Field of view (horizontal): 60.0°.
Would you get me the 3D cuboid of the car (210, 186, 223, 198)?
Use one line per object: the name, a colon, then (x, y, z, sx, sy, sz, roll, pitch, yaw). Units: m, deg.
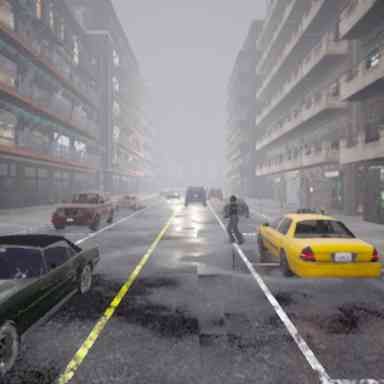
car: (3.102, 0.233, 45.355, 2.192, 1.841, 5.009, 1, 1, 0)

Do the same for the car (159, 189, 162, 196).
car: (-5.133, 0.071, 62.166, 2.008, 1.369, 4.403, 1, 1, 0)

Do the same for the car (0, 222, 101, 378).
car: (-3.055, 1.467, 5.411, 1.895, 1.301, 4.718, 0, 1, 1)

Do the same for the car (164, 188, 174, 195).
car: (-5.036, -0.212, 73.129, 1.752, 1.417, 4.829, 1, 1, 0)

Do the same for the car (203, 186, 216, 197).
car: (3.249, -0.161, 62.053, 2.192, 1.841, 5.009, 1, 1, 0)

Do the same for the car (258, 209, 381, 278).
car: (3.081, 1.231, 9.284, 1.801, 1.575, 5.366, 0, 1, 1)

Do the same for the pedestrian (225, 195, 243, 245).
pedestrian: (1.536, 0.998, 12.216, 0.375, 1.860, 0.375, 1, 1, -3)

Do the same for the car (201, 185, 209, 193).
car: (3.495, -0.814, 89.885, 2.192, 1.841, 5.009, 1, 1, 0)

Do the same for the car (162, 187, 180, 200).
car: (-2.671, 0.414, 47.477, 2.033, 1.411, 5.357, 0, 1, 1)

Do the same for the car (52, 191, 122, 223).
car: (-5.523, 0.890, 17.631, 2.192, 1.841, 5.009, 1, 1, 0)

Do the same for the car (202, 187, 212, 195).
car: (3.345, -0.298, 73.189, 1.967, 1.590, 4.097, 1, 1, 0)

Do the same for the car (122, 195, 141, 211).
car: (-5.429, 0.892, 28.770, 1.802, 1.307, 4.206, 1, 1, 0)

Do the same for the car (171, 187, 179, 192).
car: (-4.840, -0.715, 95.396, 1.752, 1.417, 4.829, 1, 1, 0)

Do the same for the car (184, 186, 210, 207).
car: (0.388, 0.395, 34.551, 2.150, 2.045, 5.566, 0, 1, 0)

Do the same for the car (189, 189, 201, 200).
car: (0.471, 0.336, 49.948, 1.812, 1.442, 4.674, 0, 1, 1)

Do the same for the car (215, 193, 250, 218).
car: (2.902, 1.012, 23.096, 1.947, 1.339, 4.313, 1, 1, 0)
